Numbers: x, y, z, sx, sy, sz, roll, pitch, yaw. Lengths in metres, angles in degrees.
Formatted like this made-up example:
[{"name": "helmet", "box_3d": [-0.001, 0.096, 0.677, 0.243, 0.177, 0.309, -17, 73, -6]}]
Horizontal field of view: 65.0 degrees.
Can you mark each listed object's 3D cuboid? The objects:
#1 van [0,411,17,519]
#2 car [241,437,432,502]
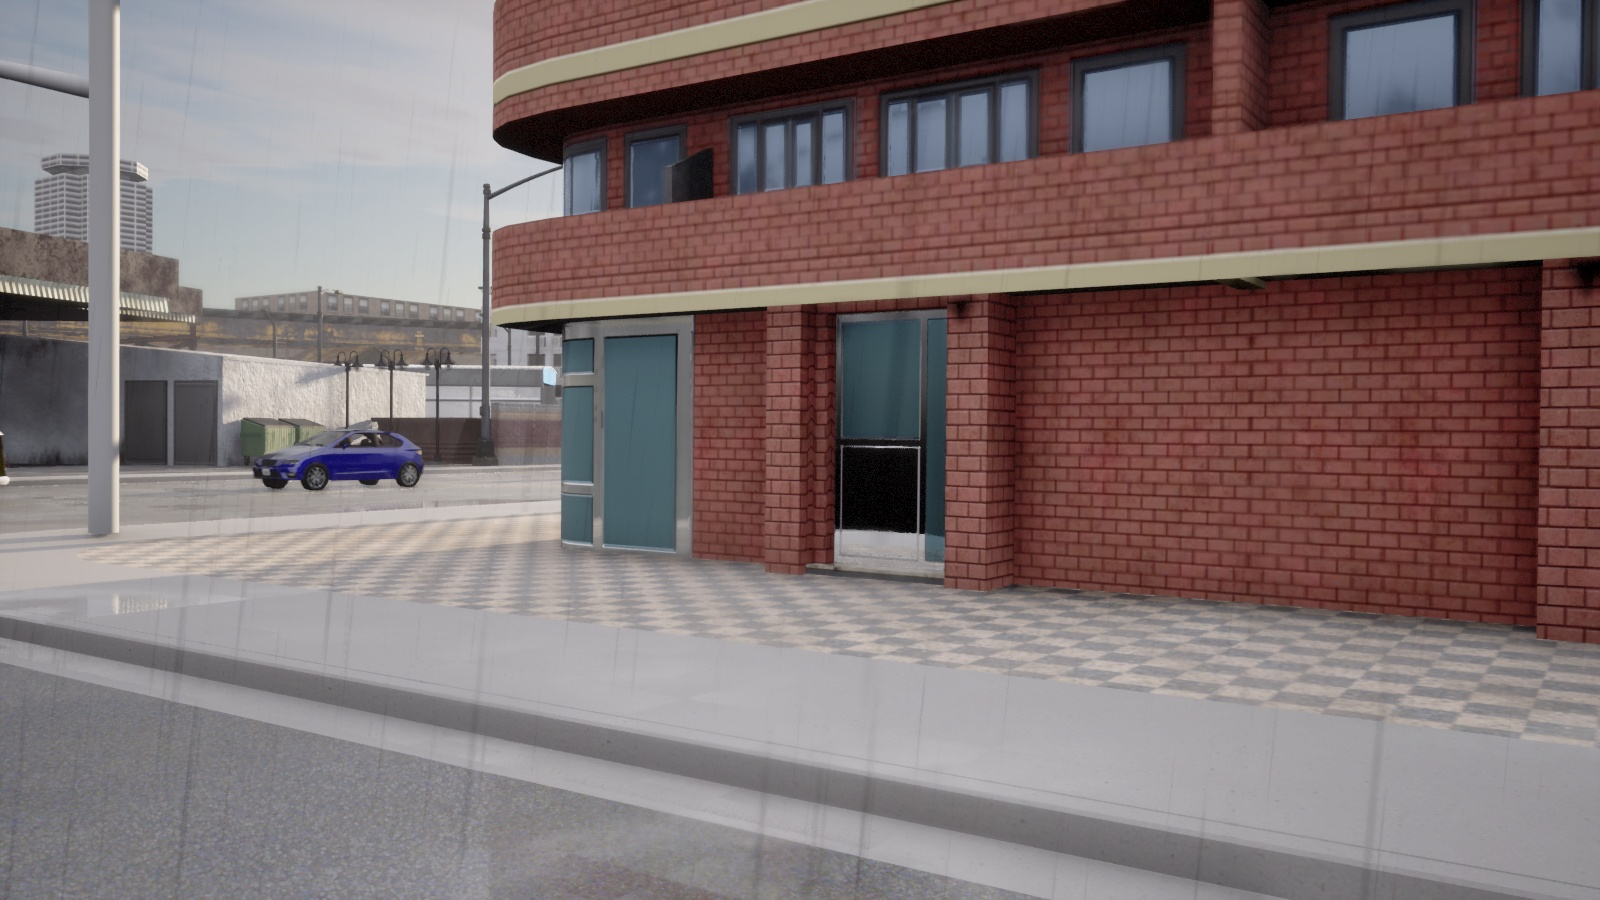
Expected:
[{"name": "van", "box_3d": [-16.970, 0.304, 22.541, 2.069, 2.038, 4.480, 0, 0, 32]}, {"name": "car", "box_3d": [-11.416, 0.422, 31.205, 1.816, 1.474, 4.193, 0, 1, 33]}]
